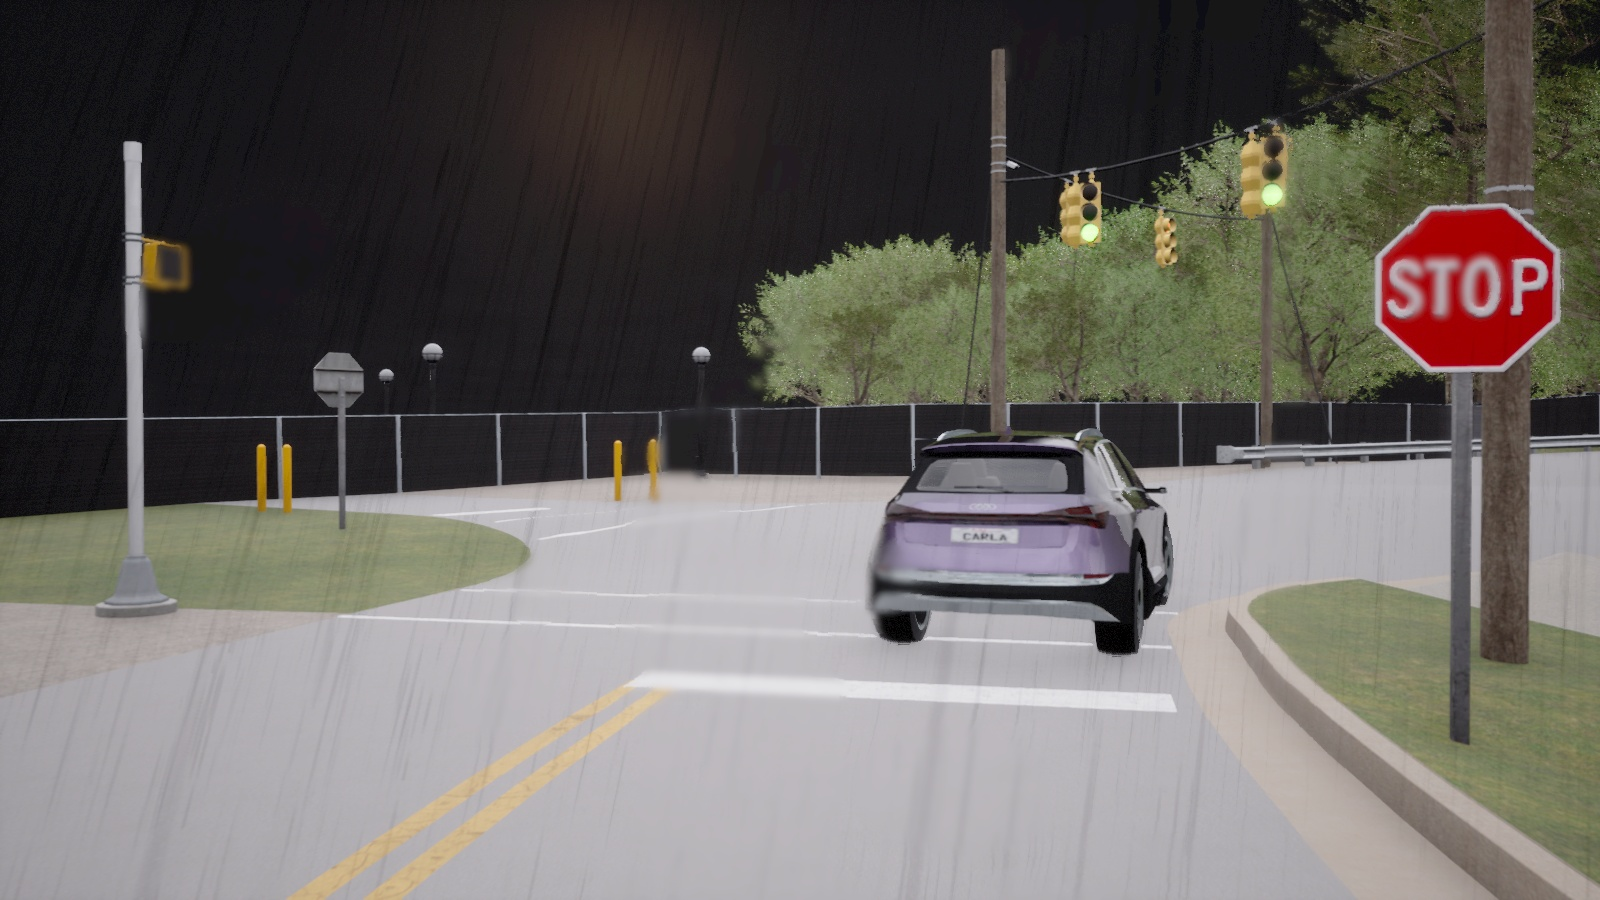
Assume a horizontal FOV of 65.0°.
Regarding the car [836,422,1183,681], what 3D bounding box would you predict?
[{"bbox_3d":[2.034,0.640,10.613,2.033,1.649,4.856,0,0,20],"label":"car"}]
